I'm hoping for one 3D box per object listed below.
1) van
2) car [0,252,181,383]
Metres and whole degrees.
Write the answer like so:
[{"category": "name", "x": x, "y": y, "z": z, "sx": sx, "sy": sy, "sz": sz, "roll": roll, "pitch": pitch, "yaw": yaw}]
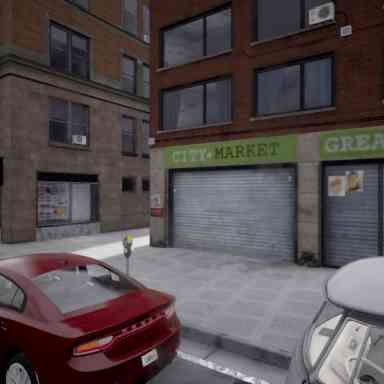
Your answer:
[{"category": "van", "x": 2.366, "y": 1.341, "z": 1.389, "sx": 3.998, "sy": 1.788, "sz": 1.690, "roll": 0, "pitch": 0, "yaw": 35}, {"category": "car", "x": -2.243, "y": 1.544, "z": 4.675, "sx": 4.507, "sy": 1.381, "sz": 1.887, "roll": 0, "pitch": 0, "yaw": 35}]
